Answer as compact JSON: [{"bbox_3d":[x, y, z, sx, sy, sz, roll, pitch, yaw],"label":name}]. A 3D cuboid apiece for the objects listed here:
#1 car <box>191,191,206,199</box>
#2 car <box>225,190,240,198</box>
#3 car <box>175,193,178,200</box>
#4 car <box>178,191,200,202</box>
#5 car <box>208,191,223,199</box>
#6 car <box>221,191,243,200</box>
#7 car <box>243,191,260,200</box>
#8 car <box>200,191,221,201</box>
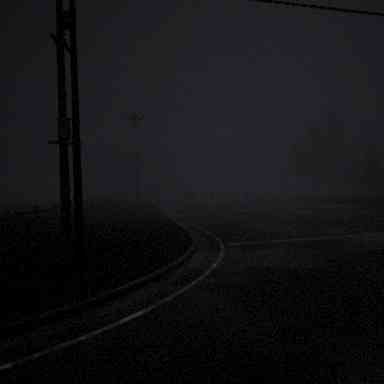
[{"bbox_3d":[1.239,0.616,66.234,2.128,1.511,4.902,-2,1,-10],"label":"car"},{"bbox_3d":[8.139,0.443,67.399,1.812,1.442,4.674,-2,1,-10],"label":"car"},{"bbox_3d":[-2.209,0.775,65.653,2.033,1.411,5.357,-2,1,-10],"label":"car"},{"bbox_3d":[-0.537,0.660,55.735,2.097,1.767,4.553,-2,1,-10],"label":"car"},{"bbox_3d":[4.689,0.526,66.816,1.837,1.490,4.892,-2,1,-10],"label":"car"},{"bbox_3d":[6.449,0.653,56.423,2.033,1.411,5.357,-2,1,-10],"label":"car"},{"bbox_3d":[9.898,0.550,57.008,2.033,1.411,5.357,-2,1,-10],"label":"car"},{"bbox_3d":[2.940,0.732,56.186,1.812,1.442,4.674,-2,1,-10],"label":"car"}]
